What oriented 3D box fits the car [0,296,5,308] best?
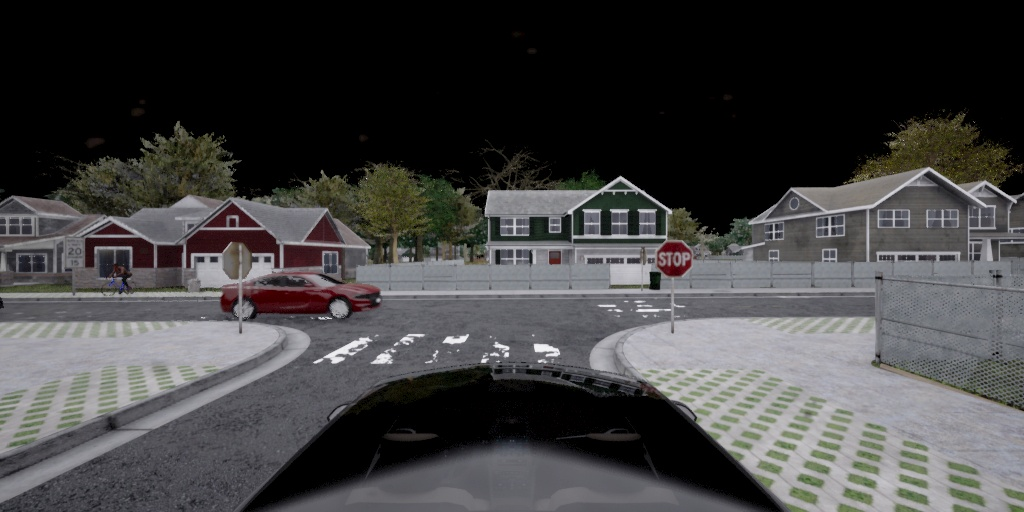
[{"bbox_3d":[-20.685,1.470,12.410,4.181,1.385,1.994,-1,0,0],"label":"car"}]

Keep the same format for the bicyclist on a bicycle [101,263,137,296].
[{"bbox_3d":[-19.997,1.198,18.263,0.582,1.620,1.656,0,0,1],"label":"bicyclist on a bicycle"}]

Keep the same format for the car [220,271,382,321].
[{"bbox_3d":[-7.073,1.272,12.273,5.008,1.535,1.882,-1,0,1],"label":"car"}]
